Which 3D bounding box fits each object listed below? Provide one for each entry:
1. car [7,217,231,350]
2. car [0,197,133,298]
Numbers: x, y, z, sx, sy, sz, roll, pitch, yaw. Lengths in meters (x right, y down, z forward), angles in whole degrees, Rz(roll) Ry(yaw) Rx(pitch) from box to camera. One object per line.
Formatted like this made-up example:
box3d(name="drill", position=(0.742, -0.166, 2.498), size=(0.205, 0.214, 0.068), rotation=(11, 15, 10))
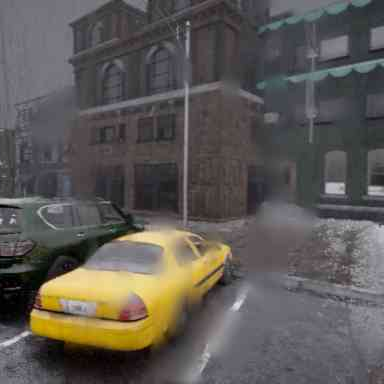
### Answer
box3d(name="car", position=(-0.538, 1.389, 6.499), size=(1.946, 1.575, 5.366), rotation=(0, 0, 19))
box3d(name="car", position=(-2.927, 1.138, 8.274), size=(2.435, 2.045, 5.566), rotation=(0, 0, 20))
